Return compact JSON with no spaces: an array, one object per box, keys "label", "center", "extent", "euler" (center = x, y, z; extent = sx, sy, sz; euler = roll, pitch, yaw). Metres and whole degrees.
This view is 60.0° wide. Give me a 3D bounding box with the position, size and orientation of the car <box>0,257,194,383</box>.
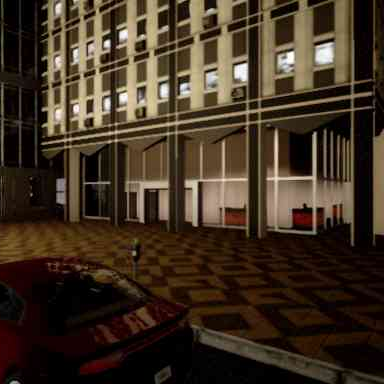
[{"label":"car","center":[-2.083,1.547,4.360],"extent":[4.507,1.381,1.887],"euler":[0,0,36]}]
